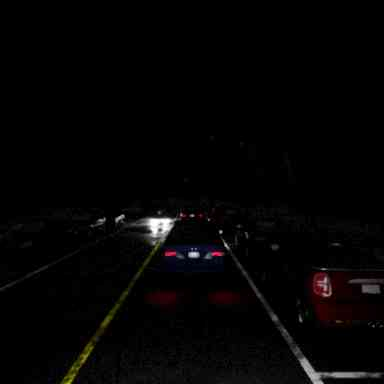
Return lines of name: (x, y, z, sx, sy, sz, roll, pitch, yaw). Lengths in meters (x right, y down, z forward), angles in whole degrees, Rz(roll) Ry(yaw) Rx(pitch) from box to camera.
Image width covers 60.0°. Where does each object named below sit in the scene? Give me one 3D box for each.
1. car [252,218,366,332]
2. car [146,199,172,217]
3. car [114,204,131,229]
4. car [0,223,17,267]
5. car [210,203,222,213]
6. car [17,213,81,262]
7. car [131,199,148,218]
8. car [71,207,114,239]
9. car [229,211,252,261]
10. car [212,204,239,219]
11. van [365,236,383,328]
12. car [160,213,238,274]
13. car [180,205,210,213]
car: (2.673, 1.484, 6.914, 1.967, 1.590, 4.097, 1, 0, 0)
car: (-3.102, 1.755, 34.148, 2.128, 1.511, 4.902, 0, -1, 0)
car: (-5.862, 1.733, 23.291, 1.947, 1.339, 4.313, 1, 0, 0)
car: (-5.852, 1.589, 6.914, 1.887, 1.381, 4.507, 1, 0, 0)
car: (2.657, 1.809, 34.211, 1.887, 1.381, 4.507, 0, -1, 0)
car: (-5.856, 1.664, 12.373, 1.802, 1.307, 4.206, 1, 0, 0)
car: (-5.867, 1.788, 34.039, 1.752, 1.417, 4.829, 0, -1, 0)
car: (-5.859, 1.673, 17.833, 2.008, 1.369, 4.403, 1, 0, 0)
car: (2.669, 1.626, 12.373, 1.887, 1.381, 4.507, 1, 0, 0)
car: (2.663, 1.748, 23.292, 1.802, 1.307, 4.206, 0, -1, 0)
van: (2.678, 1.351, 1.455, 1.690, 1.788, 3.998, 1, 0, 0)
car: (0.060, 1.618, 10.743, 2.033, 1.411, 5.357, 0, 0, 0)
car: (0.051, 1.736, 25.805, 2.033, 1.411, 5.357, 0, 0, 0)
